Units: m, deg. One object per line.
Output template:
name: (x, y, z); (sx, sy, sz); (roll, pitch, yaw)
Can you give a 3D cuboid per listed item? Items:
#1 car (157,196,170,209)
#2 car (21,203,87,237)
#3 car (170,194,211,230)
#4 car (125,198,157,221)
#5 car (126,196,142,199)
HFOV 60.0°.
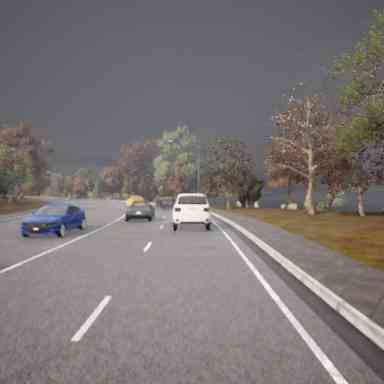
car: (-3.392, 1.305, 41.762); (2.128, 1.511, 4.902); (1, 0, -16)
car: (-7.065, 1.375, 17.473); (1.882, 1.535, 5.008); (0, 0, -1)
car: (-0.077, 1.110, 20.519); (2.150, 2.045, 5.566); (0, 0, -2)
car: (-3.917, 1.421, 25.460); (1.994, 1.385, 4.181); (0, 0, -4)
car: (-7.248, 1.235, 42.357); (1.882, 1.535, 5.008); (1, 0, -18)
